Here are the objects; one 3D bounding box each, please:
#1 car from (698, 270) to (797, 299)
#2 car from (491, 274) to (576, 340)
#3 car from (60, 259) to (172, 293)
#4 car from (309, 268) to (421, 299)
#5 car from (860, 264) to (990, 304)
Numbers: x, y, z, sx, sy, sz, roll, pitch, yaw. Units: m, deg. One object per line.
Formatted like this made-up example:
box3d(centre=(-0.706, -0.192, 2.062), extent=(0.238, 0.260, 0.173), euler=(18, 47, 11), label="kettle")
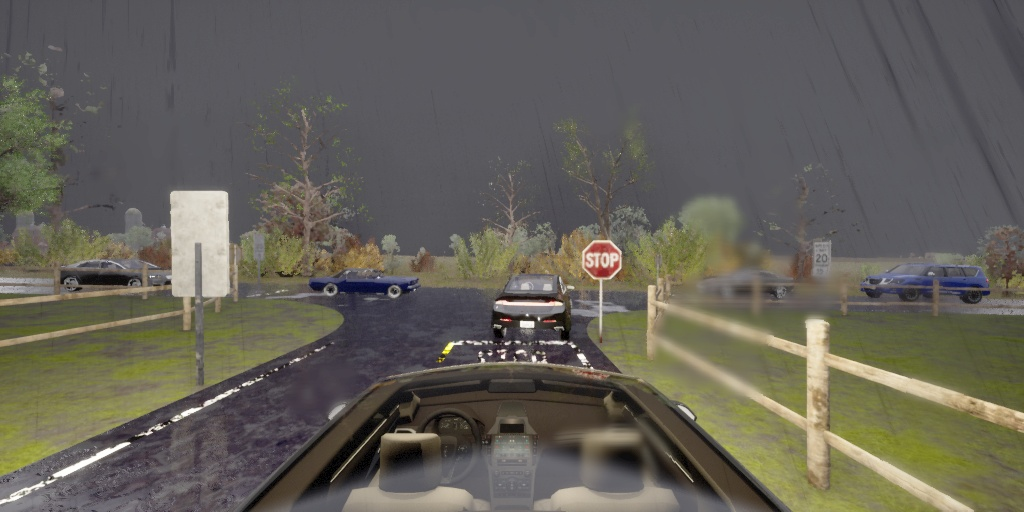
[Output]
box3d(centre=(13.003, 1.525, 19.975), extent=(4.902, 1.511, 2.128), euler=(1, 1, 0), label="car")
box3d(centre=(0.706, 1.240, 10.016), extent=(2.128, 1.511, 4.902), euler=(0, 0, 9), label="car")
box3d(centre=(-18.491, 0.885, 17.062), extent=(4.902, 1.511, 2.128), euler=(1, 1, 0), label="car")
box3d(centre=(-6.823, 1.248, 17.047), extent=(4.718, 1.301, 1.895), euler=(1, 1, 0), label="car")
box3d(centre=(22.898, 1.466, 19.965), extent=(5.566, 2.045, 2.150), euler=(1, 1, 0), label="car")
